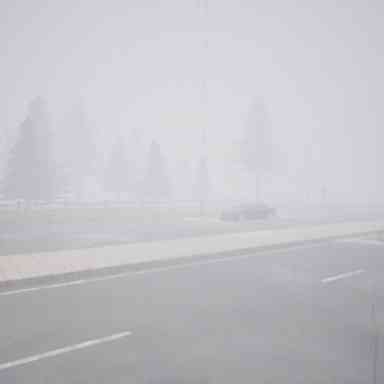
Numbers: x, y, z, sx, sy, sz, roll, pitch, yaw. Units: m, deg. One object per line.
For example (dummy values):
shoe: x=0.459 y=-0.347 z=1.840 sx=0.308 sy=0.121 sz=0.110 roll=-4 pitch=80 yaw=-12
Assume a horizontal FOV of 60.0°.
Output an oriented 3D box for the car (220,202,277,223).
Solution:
car: x=4.337 y=1.523 z=25.426 sx=5.008 sy=1.535 sz=1.882 roll=-1 pitch=1 yaw=-36
